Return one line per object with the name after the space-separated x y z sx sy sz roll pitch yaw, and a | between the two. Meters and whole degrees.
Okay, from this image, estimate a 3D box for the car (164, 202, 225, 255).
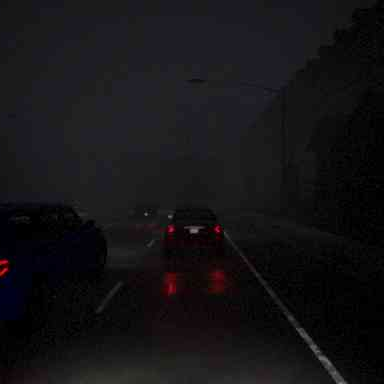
0.081 1.325 13.290 2.097 1.767 4.553 0 0 0 | car

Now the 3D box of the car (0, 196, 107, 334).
-3.450 1.207 6.868 2.150 2.045 5.566 0 0 1 | car

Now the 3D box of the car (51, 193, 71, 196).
-14.411 1.147 36.965 2.150 2.045 5.566 0 0 -33 | car

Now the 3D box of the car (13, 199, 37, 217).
-15.989 1.440 31.994 1.837 1.490 4.892 1 0 -25 | car

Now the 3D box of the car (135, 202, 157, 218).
-4.141 1.541 29.703 1.895 1.301 4.718 0 0 -9 | car

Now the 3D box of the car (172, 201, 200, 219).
-0.633 1.541 29.710 1.895 1.301 4.718 0 0 -8 | car
